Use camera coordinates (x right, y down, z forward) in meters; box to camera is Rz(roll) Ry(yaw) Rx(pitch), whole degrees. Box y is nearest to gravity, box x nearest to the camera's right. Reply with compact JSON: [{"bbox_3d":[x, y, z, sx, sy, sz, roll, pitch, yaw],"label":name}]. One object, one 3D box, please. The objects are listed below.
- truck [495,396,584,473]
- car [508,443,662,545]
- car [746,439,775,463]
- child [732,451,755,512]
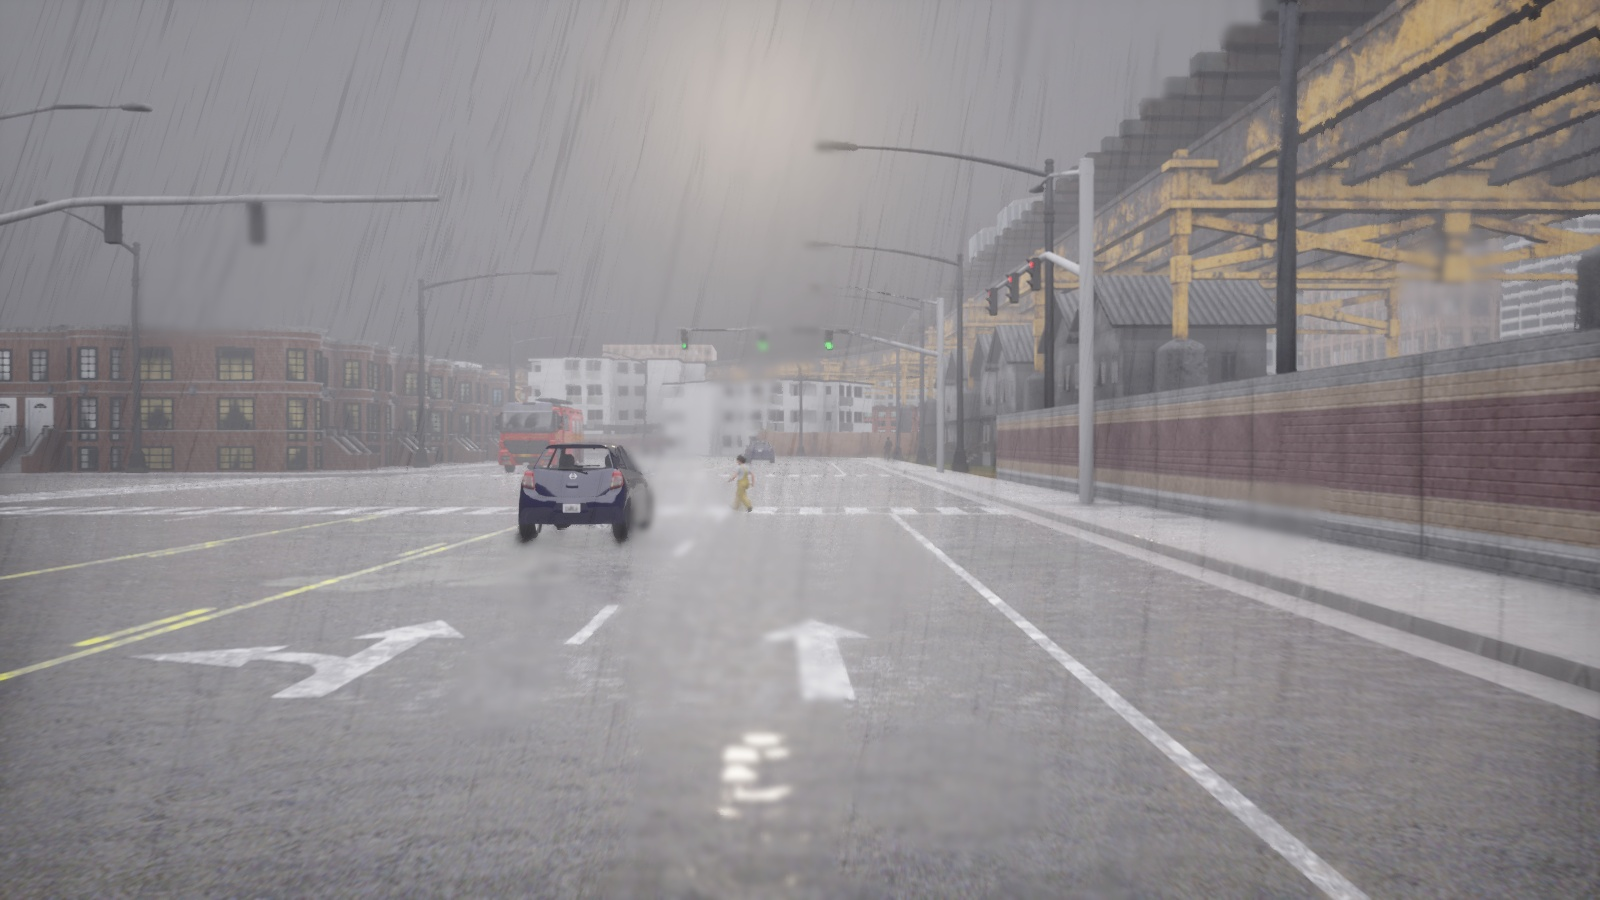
[{"bbox_3d":[-13.595,-0.803,66.312,2.891,3.827,8.468,0,0,0],"label":"truck"},{"bbox_3d":[-3.366,0.643,20.299,1.845,1.501,3.633,0,0,0],"label":"car"},{"bbox_3d":[-2.943,0.071,94.410,2.097,1.767,4.553,0,0,0],"label":"car"},{"bbox_3d":[-1.196,0.661,26.562,0.437,1.263,0.270,0,0,40],"label":"child"}]
